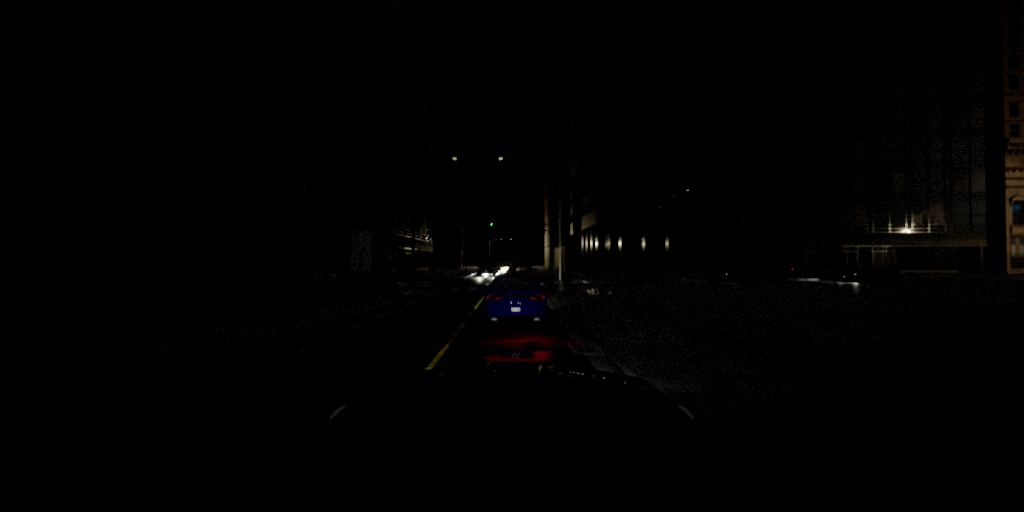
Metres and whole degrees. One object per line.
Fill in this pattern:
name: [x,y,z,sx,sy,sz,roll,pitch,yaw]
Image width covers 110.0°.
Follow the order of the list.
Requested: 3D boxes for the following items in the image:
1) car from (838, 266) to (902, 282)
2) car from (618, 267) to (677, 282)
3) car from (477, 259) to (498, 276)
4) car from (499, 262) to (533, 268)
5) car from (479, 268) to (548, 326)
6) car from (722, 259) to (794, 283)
car: [32.094,1.587,32.142,4.674,1.442,1.812,0,-1,0]
car: [12.046,1.682,32.140,4.718,1.301,1.895,0,-1,3]
car: [-3.105,1.439,44.672,2.150,2.045,5.566,0,-1,-2]
car: [0.711,1.337,23.872,2.097,1.767,4.553,0,-1,8]
car: [0.099,1.338,12.271,1.882,1.535,5.008,0,-1,0]
car: [21.997,1.297,32.156,5.566,2.045,2.150,0,-1,-1]
